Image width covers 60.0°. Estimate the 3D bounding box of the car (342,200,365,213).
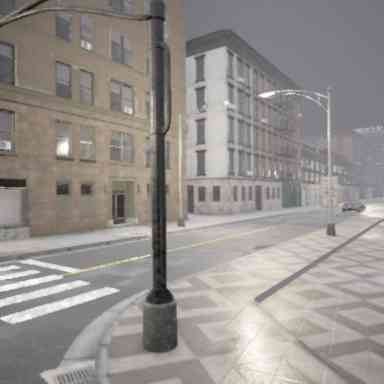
[{"bbox_3d":[18.868,1.656,38.817,2.033,1.411,5.357,-1,-1,35],"label":"car"}]
